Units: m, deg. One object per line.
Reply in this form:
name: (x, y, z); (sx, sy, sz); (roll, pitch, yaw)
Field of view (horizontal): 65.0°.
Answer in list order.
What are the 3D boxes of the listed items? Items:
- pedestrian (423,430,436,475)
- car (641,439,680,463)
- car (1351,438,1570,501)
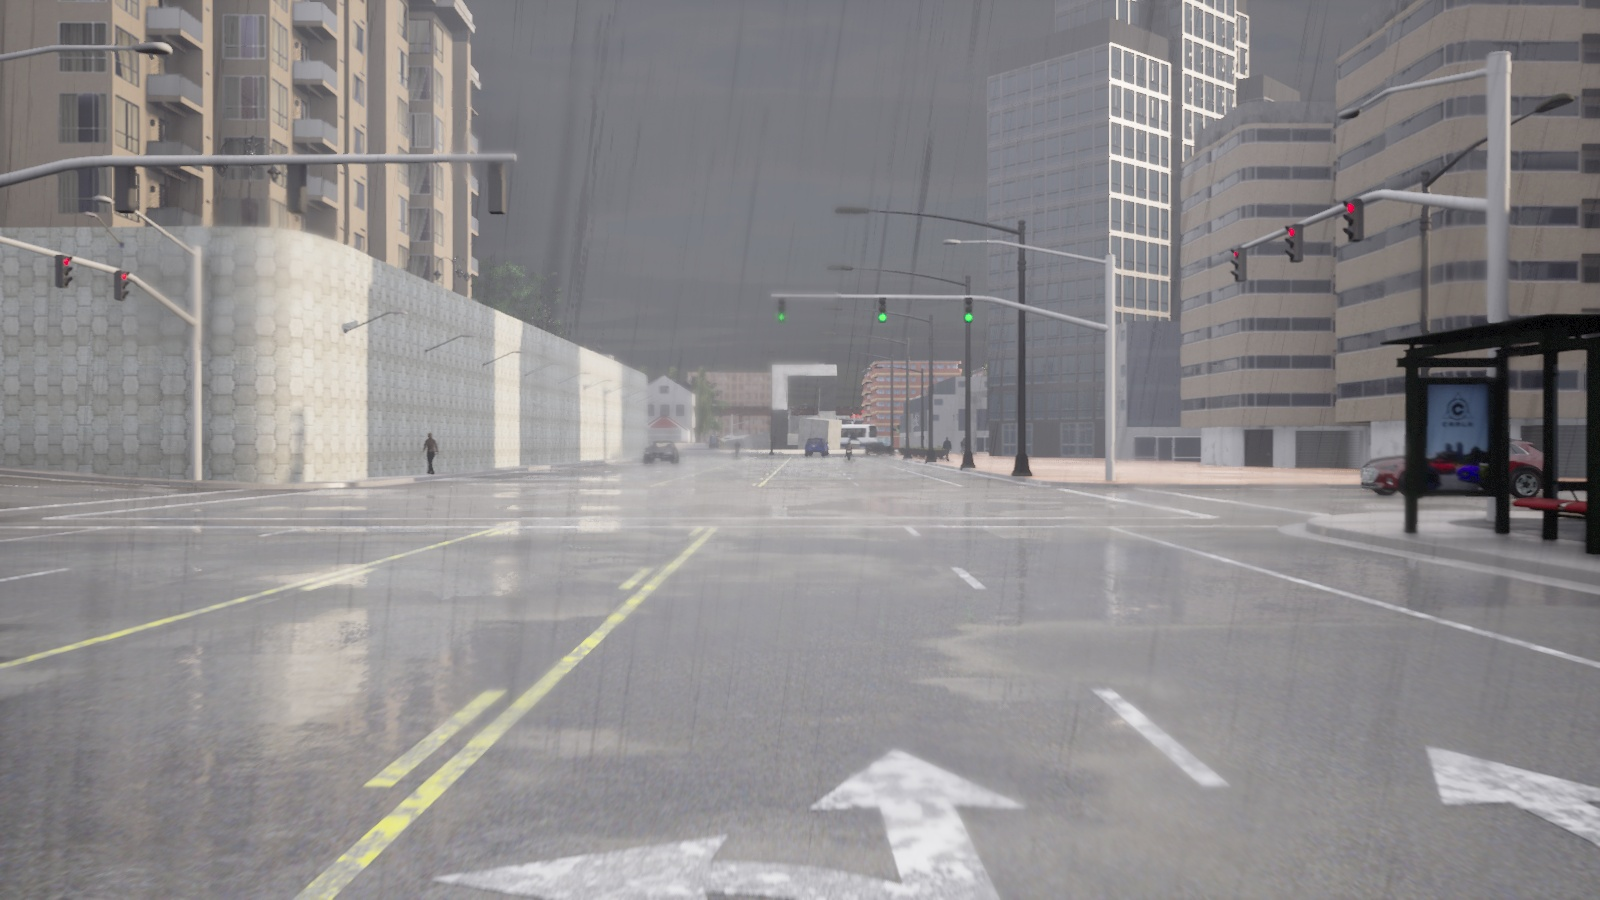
pedestrian: (-15.453, 0.094, 52.397); (0.331, 1.846, 0.634); (0, 0, 1)
car: (-9.973, 0.074, 90.201); (2.242, 1.667, 4.611); (0, 0, 0)
car: (17.803, 0.499, 34.018); (4.856, 1.649, 2.033); (0, 0, 0)
